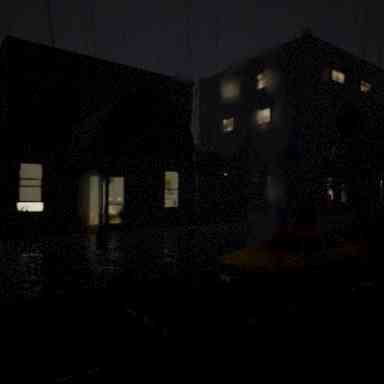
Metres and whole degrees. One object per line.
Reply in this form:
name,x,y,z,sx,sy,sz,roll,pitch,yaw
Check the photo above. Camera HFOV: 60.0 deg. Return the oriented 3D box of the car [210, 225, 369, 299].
car,2.676,1.555,8.543,4.829,1.417,1.752,0,0,-35
